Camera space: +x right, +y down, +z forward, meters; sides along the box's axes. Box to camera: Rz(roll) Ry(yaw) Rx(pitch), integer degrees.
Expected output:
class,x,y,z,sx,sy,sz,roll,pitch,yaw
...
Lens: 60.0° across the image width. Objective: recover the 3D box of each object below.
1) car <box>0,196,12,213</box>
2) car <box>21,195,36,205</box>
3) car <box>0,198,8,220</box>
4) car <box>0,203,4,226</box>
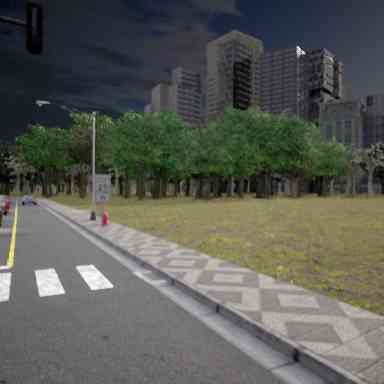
class,x,y,z,sx,sy,sz,roll,pitch,yaw
car,-17.352,1.242,29.540,1.882,1.535,5.008,0,0,-27
car,-24.328,1.168,49.644,2.033,1.411,5.357,0,0,-28
car,-13.025,1.334,21.138,1.837,1.490,4.892,0,0,-27
car,-8.783,1.382,12.958,2.128,1.511,4.902,0,0,-27
